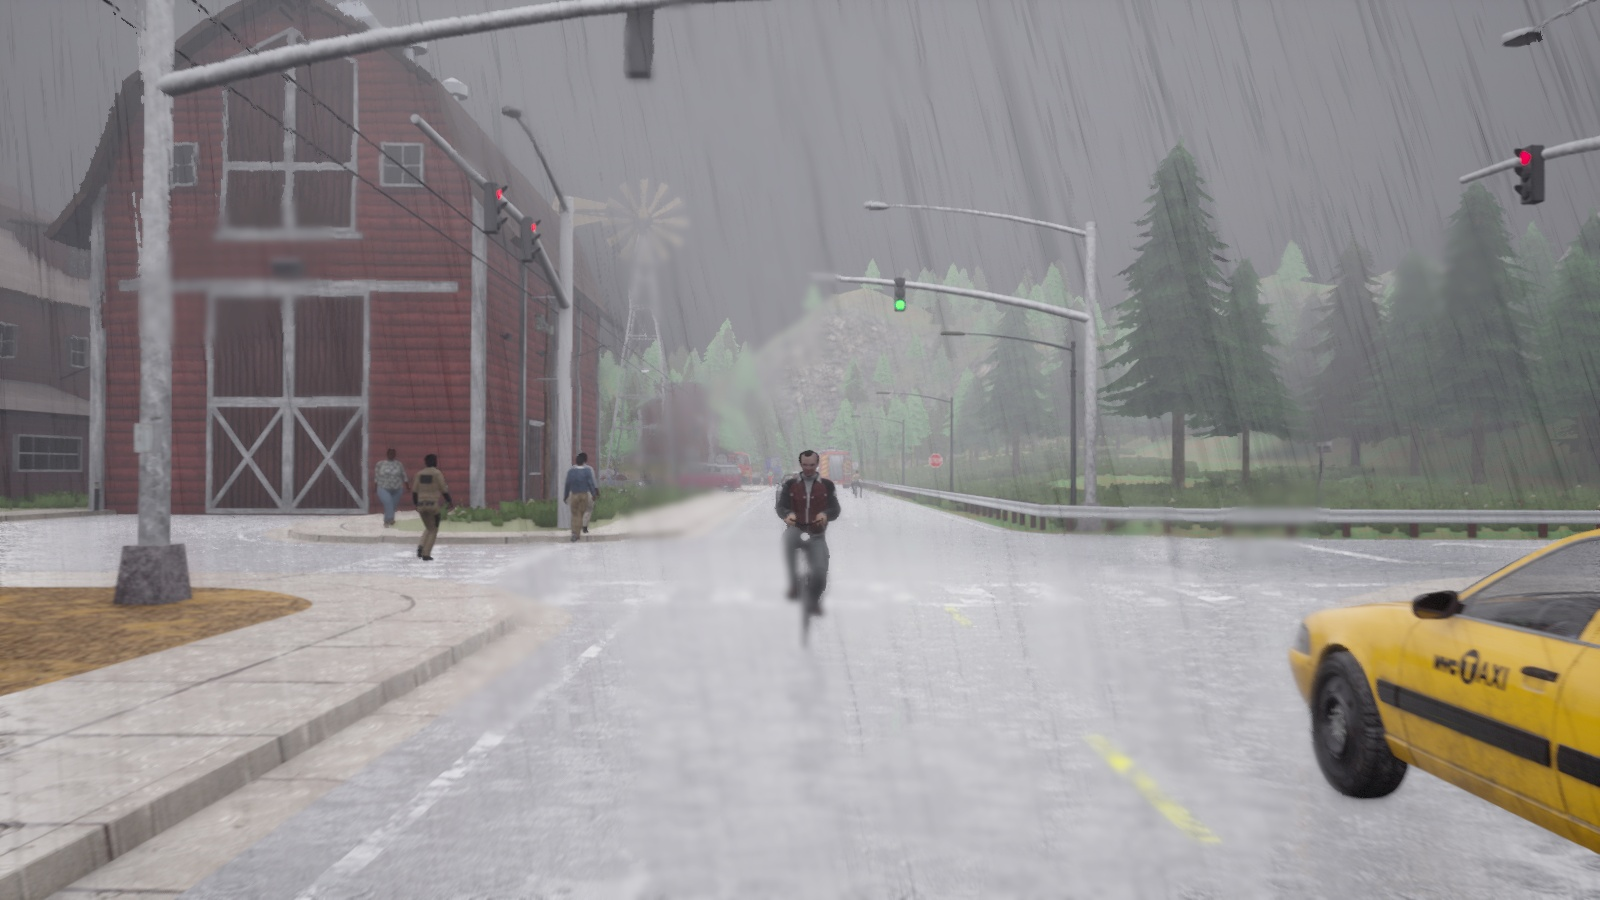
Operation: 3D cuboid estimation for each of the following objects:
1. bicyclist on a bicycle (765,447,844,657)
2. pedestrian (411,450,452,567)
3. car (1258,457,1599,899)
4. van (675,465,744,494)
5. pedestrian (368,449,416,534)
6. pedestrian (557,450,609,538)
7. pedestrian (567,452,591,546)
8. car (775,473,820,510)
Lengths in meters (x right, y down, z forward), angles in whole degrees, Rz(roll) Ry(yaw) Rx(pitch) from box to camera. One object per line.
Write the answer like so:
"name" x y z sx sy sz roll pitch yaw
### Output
"bicyclist on a bicycle" 0.068 0.879 11.561 0.659 1.776 1.843 0 -1 2
"pedestrian" -6.185 0.968 21.101 0.396 1.930 0.692 0 -1 11
"car" 3.491 0.813 4.377 1.801 1.575 5.366 0 -1 0
"van" -6.172 2.031 85.950 4.442 1.987 1.775 0 -1 6
"pedestrian" -9.165 0.923 28.204 0.874 1.855 0.900 0 -1 -29
"pedestrian" -4.649 0.930 26.972 0.874 1.855 0.900 0 -1 7
"pedestrian" -4.631 1.018 26.328 0.423 1.949 0.788 0 -1 -6
"car" -0.120 1.714 52.893 1.816 1.474 4.193 0 -1 0
